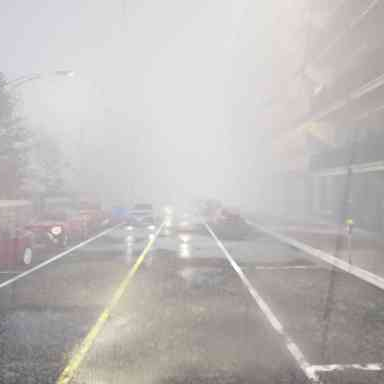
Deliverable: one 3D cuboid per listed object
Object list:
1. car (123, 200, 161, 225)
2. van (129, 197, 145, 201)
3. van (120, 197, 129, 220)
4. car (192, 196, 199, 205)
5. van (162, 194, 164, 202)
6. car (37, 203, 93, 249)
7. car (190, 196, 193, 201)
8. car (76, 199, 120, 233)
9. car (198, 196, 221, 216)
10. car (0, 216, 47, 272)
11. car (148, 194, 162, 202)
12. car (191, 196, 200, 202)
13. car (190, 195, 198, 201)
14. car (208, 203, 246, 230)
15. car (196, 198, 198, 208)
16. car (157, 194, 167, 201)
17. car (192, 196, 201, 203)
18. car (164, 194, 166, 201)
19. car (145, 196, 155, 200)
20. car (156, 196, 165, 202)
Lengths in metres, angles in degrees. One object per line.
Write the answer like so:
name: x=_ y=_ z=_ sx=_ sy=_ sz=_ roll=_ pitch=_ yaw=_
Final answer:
car: x=-3.586 y=1.563 z=24.483 sx=1.812 sy=1.442 sz=4.674 roll=-1 pitch=0 yaw=-1
van: x=-6.607 y=1.417 z=37.095 sx=1.690 sy=1.788 sz=3.998 roll=-1 pitch=0 yaw=-1
van: x=-6.313 y=1.410 z=25.838 sx=1.690 sy=1.788 sz=3.998 roll=-1 pitch=0 yaw=-1
car: x=1.479 y=1.556 z=48.571 sx=1.947 sy=1.339 sz=4.313 roll=-1 pitch=0 yaw=-1
van: x=-7.487 y=1.455 z=70.865 sx=1.690 sy=1.788 sz=3.998 roll=-1 pitch=0 yaw=-1
car: x=-6.017 y=1.501 z=14.580 sx=1.967 sy=1.590 sz=4.097 roll=-1 pitch=0 yaw=-1
car: x=1.184 y=1.443 z=59.827 sx=1.967 sy=1.590 sz=4.097 roll=-1 pitch=0 yaw=-1
car: x=-6.167 y=1.380 z=20.209 sx=2.192 sy=1.841 sz=5.009 roll=-1 pitch=0 yaw=-1
car: x=1.918 y=1.418 z=31.686 sx=1.967 sy=1.590 sz=4.097 roll=-1 pitch=0 yaw=-1
car: x=-5.870 y=1.603 z=8.954 sx=1.887 sy=1.381 sz=4.507 roll=-1 pitch=0 yaw=-1
car: x=-7.194 y=1.412 z=59.609 sx=2.192 sy=1.841 sz=5.009 roll=-1 pitch=0 yaw=-1
car: x=0.745 y=1.611 z=76.713 sx=1.802 sy=1.307 sz=4.206 roll=-1 pitch=0 yaw=-1
car: x=0.451 y=1.616 z=87.971 sx=1.947 sy=1.339 sz=4.313 roll=-1 pitch=0 yaw=-1
car: x=2.214 y=1.552 z=20.428 sx=1.802 sy=1.307 sz=4.206 roll=-1 pitch=0 yaw=-1
car: x=1.773 y=1.563 z=37.314 sx=1.802 sy=1.307 sz=4.206 roll=-1 pitch=0 yaw=-1
car: x=-7.928 y=1.459 z=87.753 sx=2.192 sy=1.841 sz=5.009 roll=-1 pitch=0 yaw=-1
car: x=0.887 y=1.545 z=71.254 sx=1.752 sy=1.417 sz=4.829 roll=-1 pitch=0 yaw=-1
car: x=-7.632 y=1.705 z=76.493 sx=1.802 sy=1.307 sz=4.206 roll=-1 pitch=0 yaw=-1
car: x=-6.898 y=1.651 z=48.352 sx=1.947 sy=1.339 sz=4.313 roll=-1 pitch=0 yaw=-1
car: x=-7.779 y=1.679 z=82.122 sx=1.887 sy=1.381 sz=4.507 roll=-1 pitch=0 yaw=-1
